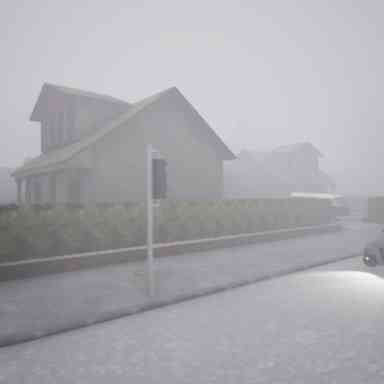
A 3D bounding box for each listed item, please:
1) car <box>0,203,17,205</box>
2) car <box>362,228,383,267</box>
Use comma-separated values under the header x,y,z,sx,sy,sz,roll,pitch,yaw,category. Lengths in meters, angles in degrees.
x,y,z,sx,sy,sz,roll,pitch,yaw,category
-13.064,1.500,22.121,3.633,1.501,1.845,0,-1,-42,car
7.109,1.616,10.419,4.181,1.385,1.994,0,-1,-39,car
